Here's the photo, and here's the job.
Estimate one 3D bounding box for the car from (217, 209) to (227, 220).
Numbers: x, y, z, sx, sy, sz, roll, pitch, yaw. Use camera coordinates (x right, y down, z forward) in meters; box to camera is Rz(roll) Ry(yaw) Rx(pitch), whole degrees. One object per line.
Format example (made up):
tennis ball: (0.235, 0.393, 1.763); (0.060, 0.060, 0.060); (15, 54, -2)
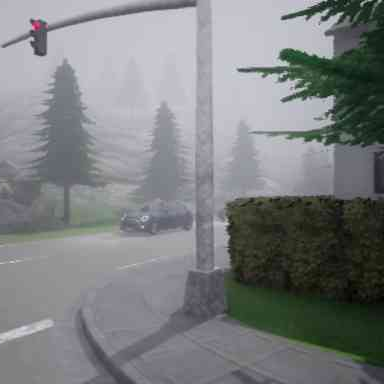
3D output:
car: (4.187, 1.568, 27.752); (2.033, 1.411, 5.357); (0, 0, 36)

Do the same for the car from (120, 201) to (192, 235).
car: (-1.991, 1.373, 19.245); (2.097, 1.767, 4.553); (0, 0, 36)
